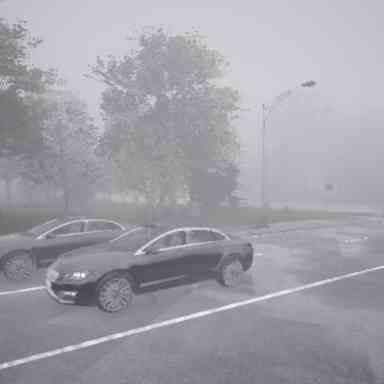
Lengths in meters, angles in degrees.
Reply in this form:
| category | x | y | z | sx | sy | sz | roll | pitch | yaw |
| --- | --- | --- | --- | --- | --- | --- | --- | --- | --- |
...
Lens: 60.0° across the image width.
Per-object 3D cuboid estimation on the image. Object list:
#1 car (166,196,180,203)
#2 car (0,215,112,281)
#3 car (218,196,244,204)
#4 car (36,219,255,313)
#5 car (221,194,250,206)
| category | x | y | z | sx | sy | sz | roll | pitch | yaw |
| --- | --- | --- | --- | --- | --- | --- | --- | --- | --- |
| car | -4.440 | 1.498 | 66.928 | 1.895 | 1.301 | 4.718 | 0 | 0 | -37 |
| car | -3.648 | 1.484 | 9.934 | 4.902 | 1.511 | 2.128 | 0 | 0 | -35 |
| car | 6.756 | 1.358 | 57.777 | 1.812 | 1.442 | 4.674 | 0 | 0 | -37 |
| car | -0.708 | 1.486 | 7.720 | 4.902 | 1.511 | 2.128 | 0 | 0 | -35 |
| car | 6.488 | 1.077 | 52.273 | 2.150 | 2.045 | 5.566 | 0 | 0 | -37 |
